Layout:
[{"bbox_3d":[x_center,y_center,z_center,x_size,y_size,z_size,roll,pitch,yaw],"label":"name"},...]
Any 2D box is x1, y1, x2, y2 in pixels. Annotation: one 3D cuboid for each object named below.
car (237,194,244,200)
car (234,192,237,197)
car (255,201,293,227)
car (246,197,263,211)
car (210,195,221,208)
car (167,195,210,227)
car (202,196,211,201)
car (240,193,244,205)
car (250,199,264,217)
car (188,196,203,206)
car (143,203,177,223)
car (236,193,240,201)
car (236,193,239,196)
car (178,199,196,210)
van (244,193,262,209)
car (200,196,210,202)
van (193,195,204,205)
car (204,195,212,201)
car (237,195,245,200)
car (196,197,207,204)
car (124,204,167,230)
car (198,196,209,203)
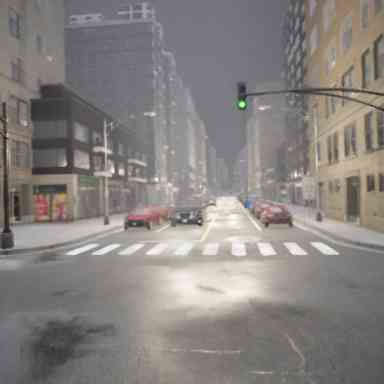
[{"bbox_3d":[12.909,1.324,88.955,1.752,1.417,4.829,-1,0,6],"label":"car"},{"bbox_3d":[11.620,1.129,77.510,2.192,1.841,5.009,-1,0,6],"label":"car"},{"bbox_3d":[5.298,1.471,21.130,1.802,1.307,4.206,-1,0,6],"label":"car"},{"bbox_3d":[6.563,1.454,32.406,1.802,1.307,4.206,-1,0,6],"label":"car"},{"bbox_3d":[2.742,1.551,49.231,2.033,1.411,5.357,-2,0,6],"label":"car"},{"bbox_3d":[-0.151,1.367,23.507,2.150,2.045,5.566,-2,1,6],"label":"car"},{"bbox_3d":[3.789,1.603,84.102,1.947,1.339,4.313,-1,0,6],"label":"car"},{"bbox_3d":[7.824,1.171,43.682,2.192,1.841,5.009,-1,0,6],"label":"car"},{"bbox_3d":[5.930,1.462,26.768,1.802,1.307,4.206,-1,0,6],"label":"car"},{"bbox_3d":[0.623,1.512,55.915,1.967,1.590,4.097,-1,0,6],"label":"car"},{"bbox_3d":[-2.539,1.655,27.727,1.887,1.381,4.507,-1,0,6],"label":"car"},{"bbox_3d":[10.359,1.393,66.233,1.947,1.339,4.313,-1,0,6],"label":"car"},{"bbox_3d":[11.010,1.346,72.040,1.752,1.417,4.829,-1,0,6],"label":"car"},{"bbox_3d":[-0.640,1.668,44.640,1.802,1.307,4.206,-1,0,6],"label":"car"},{"bbox_3d":[7.192,1.205,38.044,1.690,1.788,3.998,-1,0,6],"label":"van"},{"bbox_3d":[3.156,1.610,78.465,1.947,1.339,4.313,-1,0,6],"label":"car"},{"bbox_3d":[1.254,1.406,61.552,1.690,1.788,3.998,-1,0,6],"label":"van"},{"bbox_3d":[4.421,1.574,89.739,1.887,1.381,4.507,-1,0,6],"label":"car"},{"bbox_3d":[12.258,1.388,83.147,1.802,1.307,4.206,-1,0,6],"label":"car"},{"bbox_3d":[1.891,1.640,67.189,1.802,1.307,4.206,-1,0,6],"label":"car"},{"bbox_3d":[-3.171,1.664,22.090,1.887,1.381,4.507,-1,0,6],"label":"car"},{"bbox_3d":[2.523,1.602,72.827,2.008,1.369,4.403,-1,0,6],"label":"car"}]
